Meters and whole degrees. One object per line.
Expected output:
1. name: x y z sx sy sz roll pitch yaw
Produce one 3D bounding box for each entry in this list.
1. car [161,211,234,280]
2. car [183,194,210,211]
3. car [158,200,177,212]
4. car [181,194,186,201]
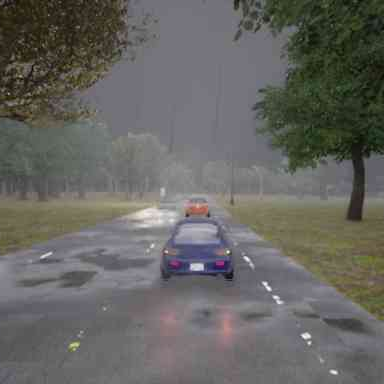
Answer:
1. car: 0.160 1.516 9.795 1.812 1.442 4.674 0 0 1
2. car: 0.580 1.335 30.942 2.097 1.767 4.553 0 0 2
3. car: -2.880 1.586 39.047 1.895 1.301 4.718 0 0 2
4. car: -1.576 1.248 82.392 2.097 1.767 4.553 0 0 -1
